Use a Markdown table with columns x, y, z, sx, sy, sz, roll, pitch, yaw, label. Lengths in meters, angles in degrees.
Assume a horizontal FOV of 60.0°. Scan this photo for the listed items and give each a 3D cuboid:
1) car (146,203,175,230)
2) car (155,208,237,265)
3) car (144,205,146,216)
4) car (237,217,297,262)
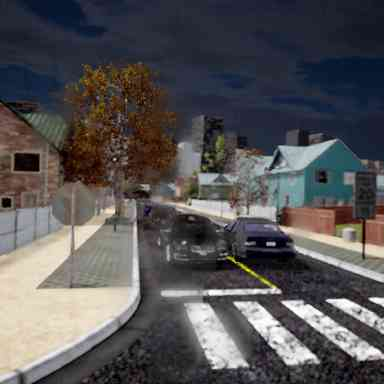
| x | y | z | sx | sy | sz | roll | pitch | yaw | label |
| --- | --- | --- | --- | --- | --- | --- | --- | --- | --- |
| -1.855 | 1.643 | 22.087 | 1.837 | 1.490 | 4.892 | 2 | -1 | -10 | car |
| -0.116 | 1.571 | 12.077 | 1.837 | 1.490 | 4.892 | 2 | -1 | -11 | car |
| -3.959 | 1.795 | 34.559 | 1.994 | 1.385 | 4.181 | 2 | -1 | -9 | car |
| 2.279 | 1.688 | 12.787 | 2.033 | 1.411 | 5.357 | 2 | -1 | -4 | car |
